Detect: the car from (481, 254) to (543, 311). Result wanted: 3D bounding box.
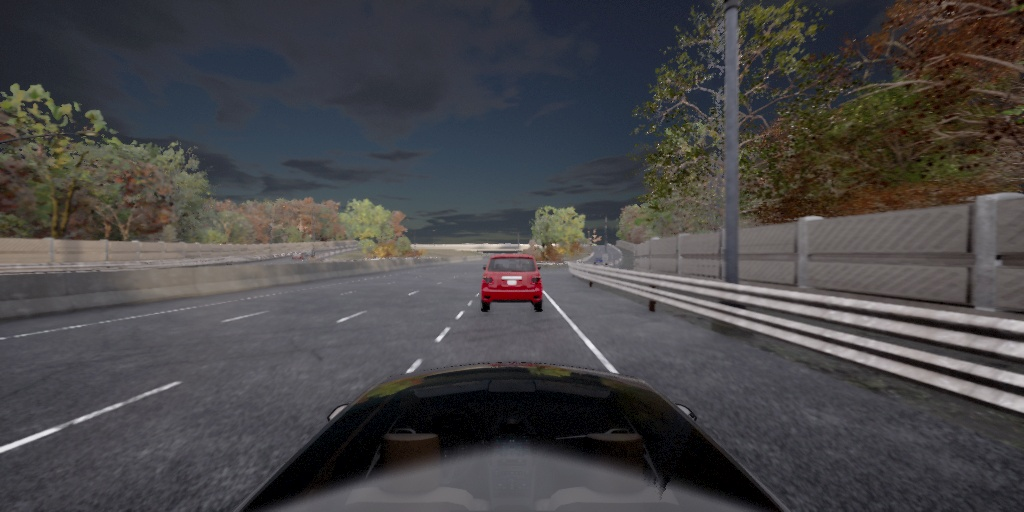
[{"bbox_3d":[-0.006,0.955,14.404,2.150,2.045,5.566,0,0,0],"label":"car"}]
